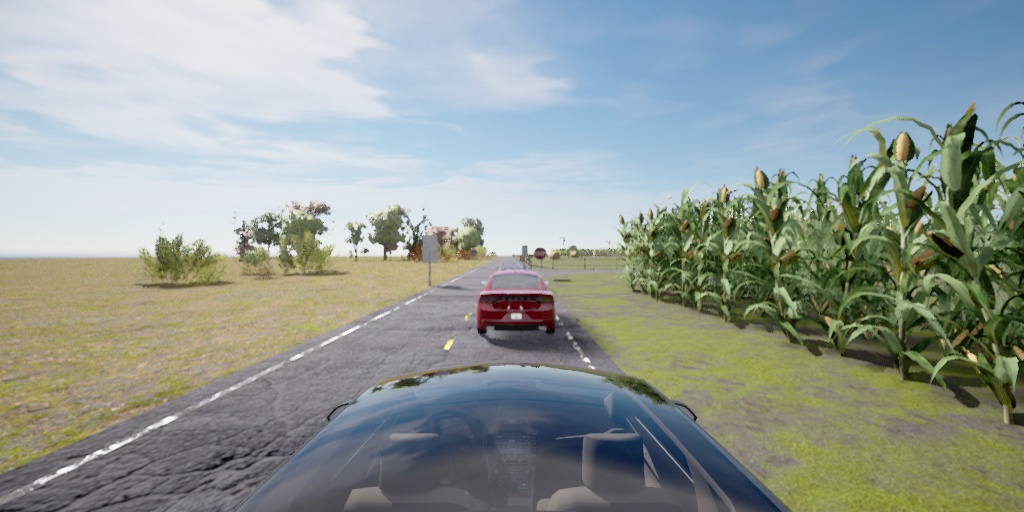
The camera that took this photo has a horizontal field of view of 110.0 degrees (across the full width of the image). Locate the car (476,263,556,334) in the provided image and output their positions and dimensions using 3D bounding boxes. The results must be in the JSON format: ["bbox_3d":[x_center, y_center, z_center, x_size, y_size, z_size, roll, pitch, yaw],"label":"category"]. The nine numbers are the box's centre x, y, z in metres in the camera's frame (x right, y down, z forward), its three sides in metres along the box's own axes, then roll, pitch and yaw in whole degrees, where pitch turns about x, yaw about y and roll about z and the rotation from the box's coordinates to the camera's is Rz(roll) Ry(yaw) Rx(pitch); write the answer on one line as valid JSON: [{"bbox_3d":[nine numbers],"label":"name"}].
[{"bbox_3d":[0.096,1.132,10.277,1.882,1.535,5.008,0,1,0],"label":"car"}]
